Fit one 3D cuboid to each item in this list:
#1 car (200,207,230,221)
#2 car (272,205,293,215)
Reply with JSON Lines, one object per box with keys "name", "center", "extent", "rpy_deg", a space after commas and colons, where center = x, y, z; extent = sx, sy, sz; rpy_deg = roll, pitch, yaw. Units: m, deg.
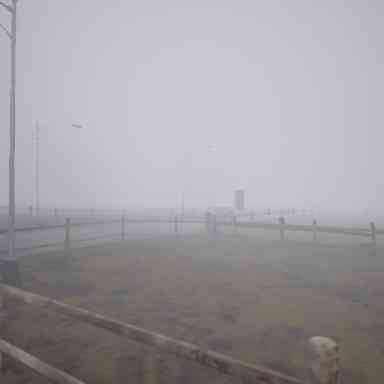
{"name": "car", "center": [2.605, 2.226, 34.482], "extent": [1.994, 1.385, 4.181], "rpy_deg": [1, -1, 35]}
{"name": "car", "center": [13.757, 2.663, 50.130], "extent": [1.882, 1.535, 5.008], "rpy_deg": [1, -1, 35]}
